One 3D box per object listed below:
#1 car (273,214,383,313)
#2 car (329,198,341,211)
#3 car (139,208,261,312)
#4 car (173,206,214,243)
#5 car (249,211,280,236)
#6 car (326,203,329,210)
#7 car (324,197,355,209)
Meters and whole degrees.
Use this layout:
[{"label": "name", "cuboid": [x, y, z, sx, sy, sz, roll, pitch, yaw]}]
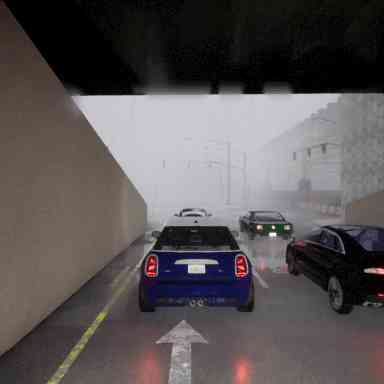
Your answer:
[{"label": "car", "cuboid": [3.581, 1.492, 7.623, 2.128, 1.511, 4.902, 0, 0, 0]}, {"label": "car", "cuboid": [17.403, 1.453, 34.732, 2.038, 1.542, 4.974, 0, 0, -35]}, {"label": "car", "cuboid": [0.081, 1.352, 7.888, 2.097, 1.767, 4.553, 0, 0, 0]}, {"label": "car", "cuboid": [0.063, 1.526, 16.940, 1.812, 1.442, 4.674, 0, 0, 0]}, {"label": "car", "cuboid": [3.585, 1.601, 16.949, 1.895, 1.301, 4.718, 0, 0, 0]}, {"label": "car", "cuboid": [17.504, 1.453, 39.339, 2.038, 1.542, 4.974, 0, 0, 45]}, {"label": "car", "cuboid": [17.540, 1.295, 39.376, 1.853, 1.218, 4.536, 0, 0, 45]}]
